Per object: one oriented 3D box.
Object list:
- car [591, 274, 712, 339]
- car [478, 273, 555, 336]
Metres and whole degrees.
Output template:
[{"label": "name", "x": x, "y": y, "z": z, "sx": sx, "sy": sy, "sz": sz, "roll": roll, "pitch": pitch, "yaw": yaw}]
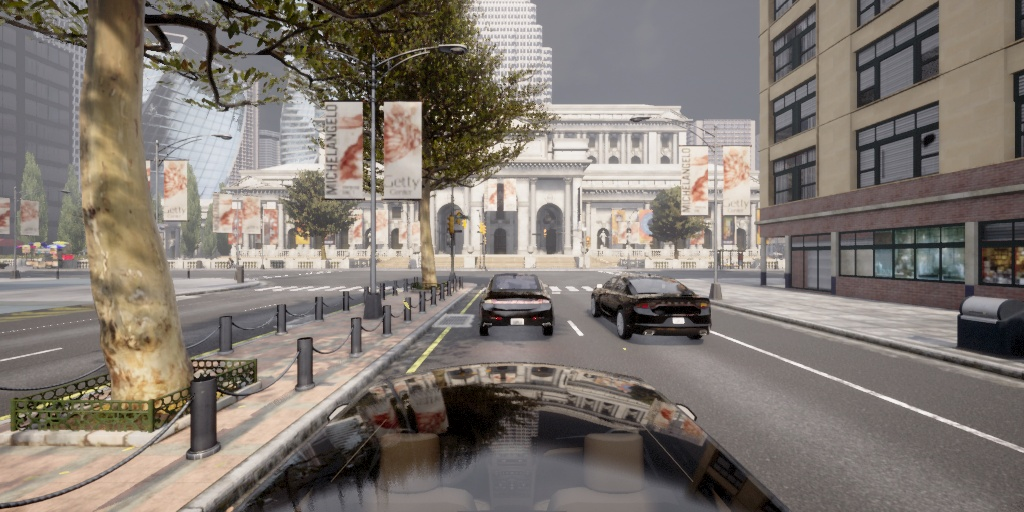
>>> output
[{"label": "car", "x": 3.565, "y": 1.228, "z": 10.109, "sx": 1.882, "sy": 1.535, "sz": 5.008, "roll": 0, "pitch": 0, "yaw": 0}, {"label": "car", "x": 0.080, "y": 1.242, "z": 10.376, "sx": 2.128, "sy": 1.511, "sz": 4.902, "roll": 0, "pitch": 0, "yaw": -1}]
